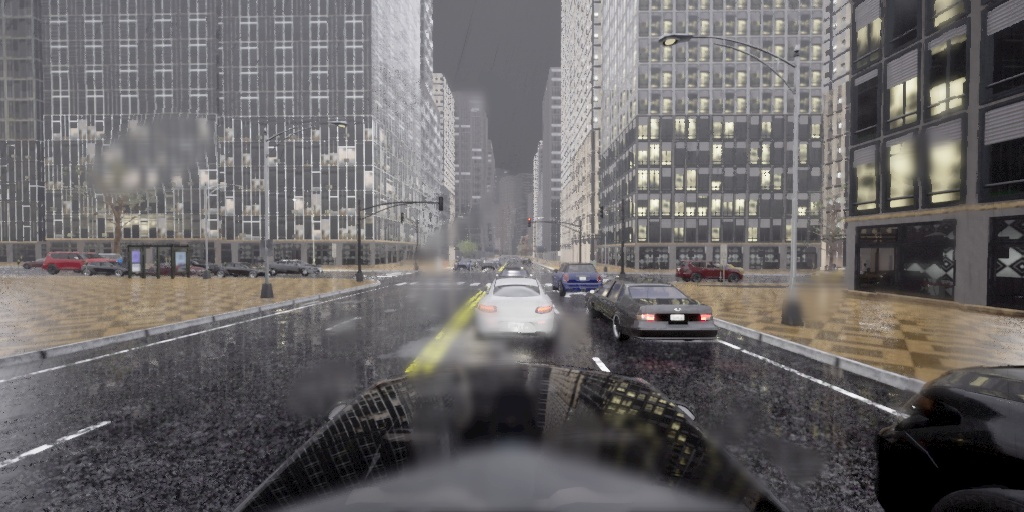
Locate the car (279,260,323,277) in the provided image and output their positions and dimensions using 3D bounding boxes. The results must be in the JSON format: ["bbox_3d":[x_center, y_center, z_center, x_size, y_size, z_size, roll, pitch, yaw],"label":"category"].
[{"bbox_3d":[-19.996,1.083,32.943,4.902,1.511,2.128,1,1,1],"label":"car"}]

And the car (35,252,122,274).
[{"bbox_3d":[-40.007,0.631,33.375,5.566,2.045,2.150,1,1,1],"label":"car"}]

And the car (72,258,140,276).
[{"bbox_3d":[-34.066,1.072,30.611,4.313,1.339,1.948,0,0,1],"label":"car"}]

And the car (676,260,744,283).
[{"bbox_3d":[16.222,1.272,29.724,5.009,1.841,2.192,0,0,1],"label":"car"}]

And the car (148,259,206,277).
[{"bbox_3d":[-28.386,1.141,30.432,4.207,1.307,1.802,0,0,1],"label":"car"}]

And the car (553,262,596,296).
[{"bbox_3d":[3.368,1.094,19.184,2.097,1.767,4.553,0,0,0],"label":"car"}]

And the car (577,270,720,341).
[{"bbox_3d":[3.360,1.294,9.798,2.033,1.411,5.357,0,0,0],"label":"car"}]

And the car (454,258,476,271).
[{"bbox_3d":[-6.574,1.073,49.263,2.097,1.767,4.553,0,0,1],"label":"car"}]

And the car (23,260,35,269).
[{"bbox_3d":[-50.931,0.797,39.405,4.207,1.307,1.802,0,0,1],"label":"car"}]

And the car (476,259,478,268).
[{"bbox_3d":[-6.527,1.216,58.360,1.837,1.490,4.892,0,0,0],"label":"car"}]

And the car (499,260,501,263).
[{"bbox_3d":[-3.265,1.309,61.005,1.895,1.301,4.718,0,0,0],"label":"car"}]

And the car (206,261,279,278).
[{"bbox_3d":[-22.702,1.176,30.293,4.313,1.339,1.948,0,0,1],"label":"car"}]

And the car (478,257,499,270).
[{"bbox_3d":[-3.290,1.266,51.244,2.033,1.411,5.357,0,0,0],"label":"car"}]

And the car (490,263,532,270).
[{"bbox_3d":[0.117,1.290,18.905,2.033,1.411,5.357,0,0,0],"label":"car"}]

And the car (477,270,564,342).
[{"bbox_3d":[0.107,1.273,9.660,1.812,1.442,4.674,0,0,0],"label":"car"}]

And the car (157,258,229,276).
[{"bbox_3d":[-29.407,0.984,33.145,5.008,1.535,1.882,1,1,1],"label":"car"}]

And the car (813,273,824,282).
[{"bbox_3d":[27.671,1.582,29.516,4.829,1.417,1.751,0,0,1],"label":"car"}]
